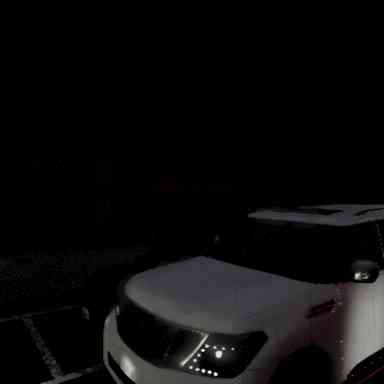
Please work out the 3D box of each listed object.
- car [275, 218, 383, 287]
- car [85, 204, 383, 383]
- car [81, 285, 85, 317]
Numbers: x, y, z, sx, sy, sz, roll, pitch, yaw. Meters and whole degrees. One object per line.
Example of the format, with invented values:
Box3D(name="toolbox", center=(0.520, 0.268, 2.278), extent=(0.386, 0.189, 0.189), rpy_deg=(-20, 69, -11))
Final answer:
Box3D(name="car", center=(4.552, 1.581, 9.781), extent=(4.206, 1.307, 1.802), rpy_deg=(0, 0, -35))
Box3D(name="car", center=(1.681, 1.221, 4.580), extent=(5.566, 2.045, 2.150), rpy_deg=(0, 0, -35))
Box3D(name="car", center=(0.072, 1.565, 6.587), extent=(4.313, 1.339, 1.947), rpy_deg=(0, 0, -35))
